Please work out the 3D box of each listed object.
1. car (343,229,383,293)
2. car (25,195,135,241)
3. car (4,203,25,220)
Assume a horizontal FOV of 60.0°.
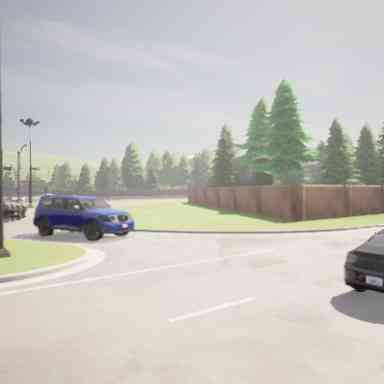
[{"bbox_3d":[5.240,1.461,7.493,4.674,1.442,1.812,-1,0,-36],"label":"car"},{"bbox_3d":[-5.459,1.178,16.587,5.566,2.045,2.150,0,1,29],"label":"car"},{"bbox_3d":[-14.768,1.572,27.187,1.895,1.301,4.718,0,0,-20],"label":"car"}]
